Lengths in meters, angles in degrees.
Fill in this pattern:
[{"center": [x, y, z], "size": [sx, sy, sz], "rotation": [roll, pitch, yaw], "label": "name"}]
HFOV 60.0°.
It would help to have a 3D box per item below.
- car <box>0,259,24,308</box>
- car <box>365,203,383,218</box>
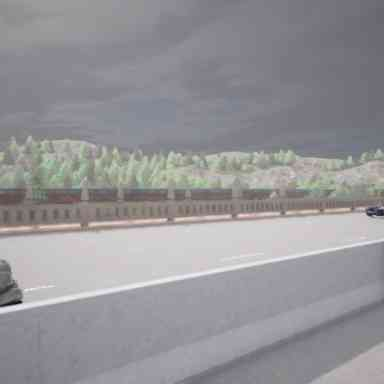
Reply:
[{"center": [-5.324, 1.547, 4.494], "size": [5.357, 1.411, 2.033], "rotation": [0, 0, -36], "label": "car"}, {"center": [17.202, 1.601, 29.192], "size": [4.718, 1.301, 1.895], "rotation": [0, 0, -36], "label": "car"}]
